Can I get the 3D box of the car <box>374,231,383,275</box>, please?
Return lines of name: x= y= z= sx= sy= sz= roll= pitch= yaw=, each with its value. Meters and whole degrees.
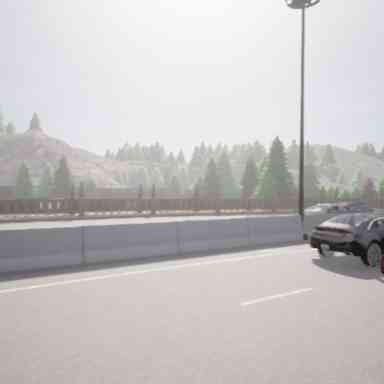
car: x=6.539 y=1.583 z=7.563 sx=4.718 sy=1.301 sz=1.895 roll=0 pitch=0 yaw=-29

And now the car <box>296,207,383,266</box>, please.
car: x=6.201 y=1.462 z=11.304 sx=4.902 sy=1.511 sz=2.128 roll=0 pitch=0 yaw=-28

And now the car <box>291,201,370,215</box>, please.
car: x=8.164 y=1.448 z=20.232 sx=4.902 sy=1.511 sz=2.128 roll=0 pitch=0 yaw=-24
